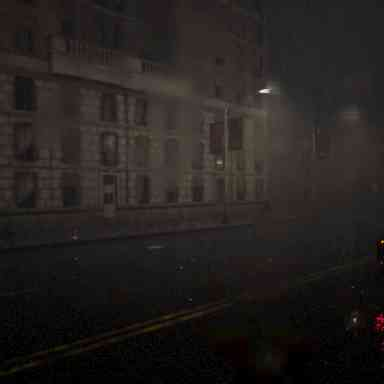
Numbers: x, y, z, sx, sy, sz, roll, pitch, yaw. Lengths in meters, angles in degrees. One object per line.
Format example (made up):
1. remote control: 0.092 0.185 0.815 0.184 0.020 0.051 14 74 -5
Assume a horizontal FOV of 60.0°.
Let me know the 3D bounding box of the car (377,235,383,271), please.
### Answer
1. car: 6.965 1.417 9.306 4.892 1.490 1.837 0 0 -38
